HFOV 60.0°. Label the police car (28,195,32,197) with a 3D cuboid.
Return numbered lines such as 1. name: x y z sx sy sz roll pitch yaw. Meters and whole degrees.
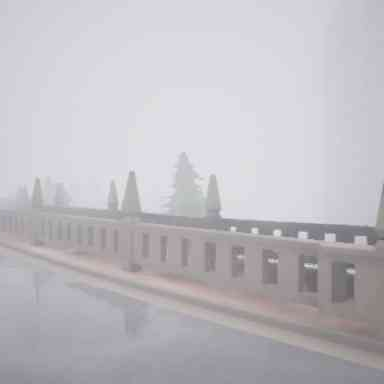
1. police car: -34.948 1.536 71.173 1.930 1.638 5.238 0 0 1
